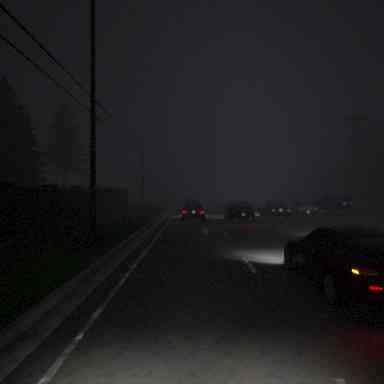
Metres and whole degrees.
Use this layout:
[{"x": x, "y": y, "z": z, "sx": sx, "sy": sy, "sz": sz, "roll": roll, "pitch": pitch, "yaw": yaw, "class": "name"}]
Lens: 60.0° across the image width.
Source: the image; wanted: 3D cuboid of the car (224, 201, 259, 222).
[{"x": 3.613, "y": 1.433, "z": 25.920, "sx": 1.882, "sy": 1.535, "sz": 5.008, "roll": 0, "pitch": 0, "yaw": 0, "class": "car"}]

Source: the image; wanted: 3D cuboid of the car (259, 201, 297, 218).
[{"x": 7.115, "y": 1.497, "z": 29.034, "sx": 2.033, "sy": 1.411, "sz": 5.357, "roll": 0, "pitch": 0, "yaw": 0, "class": "car"}]

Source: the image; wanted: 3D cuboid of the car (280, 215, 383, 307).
[{"x": 3.605, "y": 1.512, "z": 7.824, "sx": 1.812, "sy": 1.442, "sz": 4.674, "roll": 0, "pitch": 0, "yaw": 0, "class": "car"}]

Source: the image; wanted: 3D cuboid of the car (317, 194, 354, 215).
[{"x": 14.117, "y": 1.164, "z": 33.515, "sx": 2.150, "sy": 2.045, "sz": 5.566, "roll": 0, "pitch": 0, "yaw": 0, "class": "car"}]

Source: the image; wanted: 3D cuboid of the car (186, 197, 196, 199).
[{"x": -0.148, "y": 1.447, "z": 43.743, "sx": 1.812, "sy": 1.442, "sz": 4.674, "roll": 0, "pitch": 0, "yaw": -4, "class": "car"}]

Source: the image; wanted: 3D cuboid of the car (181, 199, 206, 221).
[{"x": 0.114, "y": 1.502, "z": 26.549, "sx": 2.033, "sy": 1.411, "sz": 5.357, "roll": 0, "pitch": 0, "yaw": 0, "class": "car"}]

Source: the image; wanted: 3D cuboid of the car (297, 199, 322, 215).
[{"x": 10.618, "y": 1.545, "z": 32.577, "sx": 1.895, "sy": 1.301, "sz": 4.718, "roll": 0, "pitch": 0, "yaw": 0, "class": "car"}]
